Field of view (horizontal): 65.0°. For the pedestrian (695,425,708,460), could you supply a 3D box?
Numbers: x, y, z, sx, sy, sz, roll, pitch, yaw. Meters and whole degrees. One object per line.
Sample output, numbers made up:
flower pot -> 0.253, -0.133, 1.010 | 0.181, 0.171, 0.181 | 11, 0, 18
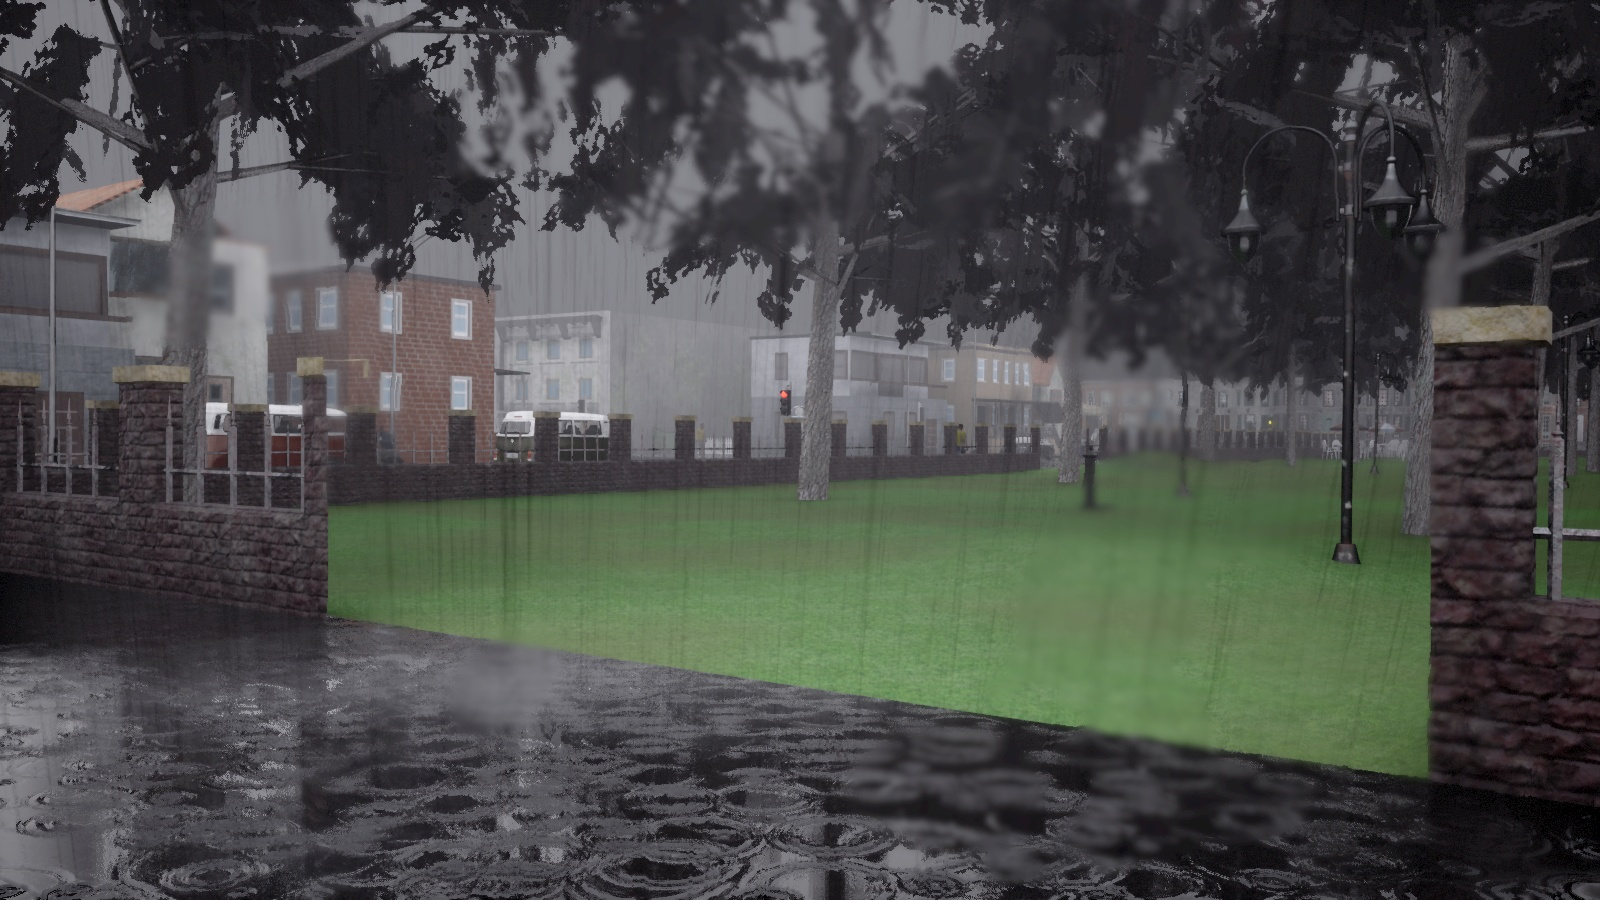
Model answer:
pedestrian -> -5.225, -0.420, 66.560 | 0.431, 1.840, 0.709 | -1, 1, -27

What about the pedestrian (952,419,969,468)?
pedestrian -> 5.987, -0.253, 46.852 | 0.354, 1.836, 0.706 | 0, 1, 35

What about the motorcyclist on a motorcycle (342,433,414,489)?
motorcyclist on a motorcycle -> -12.368, 0.293, 36.873 | 0.866, 1.590, 1.817 | 0, 1, 35

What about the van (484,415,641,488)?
van -> -7.002, 0.007, 37.457 | 2.069, 2.038, 4.480 | 0, 1, 33

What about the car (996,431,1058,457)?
car -> 13.397, -0.373, 73.902 | 1.812, 1.442, 4.674 | 0, 1, 35

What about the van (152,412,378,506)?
van -> -12.479, 0.164, 29.562 | 2.069, 2.038, 4.480 | 0, 1, 33
